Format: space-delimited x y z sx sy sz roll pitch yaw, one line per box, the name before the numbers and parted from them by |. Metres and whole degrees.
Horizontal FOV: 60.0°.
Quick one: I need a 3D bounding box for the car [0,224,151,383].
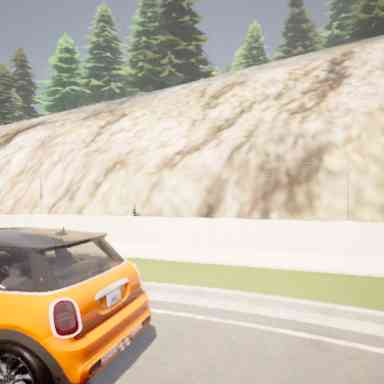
car | -2.965 1.300 4.652 4.553 1.767 2.097 0 1 18
